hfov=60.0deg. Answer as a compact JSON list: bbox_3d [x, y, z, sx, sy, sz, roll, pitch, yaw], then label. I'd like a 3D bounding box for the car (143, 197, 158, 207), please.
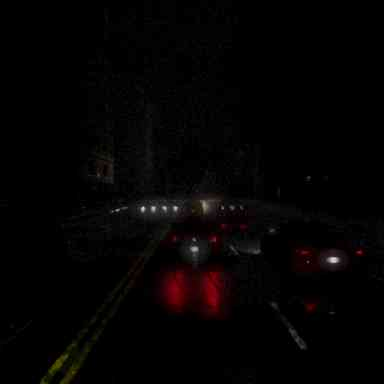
[{"bbox_3d":[-6.491,1.569,52.587,1.882,1.535,5.008,0,0,0],"label":"car"}]

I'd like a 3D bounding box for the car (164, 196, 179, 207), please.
[{"bbox_3d":[-3.241,1.452,52.617,2.097,1.767,4.553,0,0,0],"label":"car"}]

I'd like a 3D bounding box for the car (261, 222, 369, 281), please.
[{"bbox_3d":[3.342,1.575,9.850,1.994,1.385,4.181,0,0,0],"label":"car"}]

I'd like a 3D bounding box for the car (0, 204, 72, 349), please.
[{"bbox_3d":[-3.349,1.225,4.133,2.150,2.045,5.566,0,0,0],"label":"car"}]

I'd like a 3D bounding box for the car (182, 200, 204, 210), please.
[{"bbox_3d":[0.103,1.516,31.280,1.882,1.535,5.008,0,0,0],"label":"car"}]

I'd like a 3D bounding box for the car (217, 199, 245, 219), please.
[{"bbox_3d":[3.352,1.388,29.543,2.097,1.767,4.553,0,0,0],"label":"car"}]

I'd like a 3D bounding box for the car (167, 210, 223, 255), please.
[{"bbox_3d":[0.099,1.615,13.286,1.895,1.301,4.718,0,0,0],"label":"car"}]
